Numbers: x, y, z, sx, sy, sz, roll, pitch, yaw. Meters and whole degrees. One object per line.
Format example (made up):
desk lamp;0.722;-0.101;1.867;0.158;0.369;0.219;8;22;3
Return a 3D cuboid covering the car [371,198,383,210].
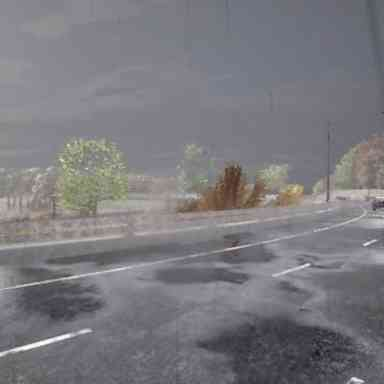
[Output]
car;24.181;1.562;42.654;1.837;1.490;4.892;0;0;25
